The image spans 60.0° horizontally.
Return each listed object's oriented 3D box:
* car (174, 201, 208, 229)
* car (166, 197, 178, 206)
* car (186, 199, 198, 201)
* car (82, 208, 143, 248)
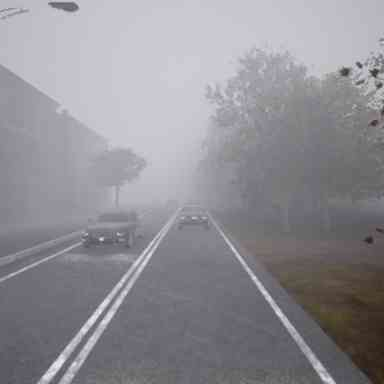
[{"bbox_3d":[0.096,1.546,21.717,2.033,1.411,5.357,0,0,0],"label":"car"},{"bbox_3d":[-3.308,1.528,55.656,1.882,1.535,5.008,0,0,1],"label":"car"},{"bbox_3d":[0.093,1.560,42.669,1.994,1.385,4.181,0,0,0],"label":"car"},{"bbox_3d":[-3.353,1.504,14.739,1.837,1.490,4.892,0,0,0],"label":"car"}]
